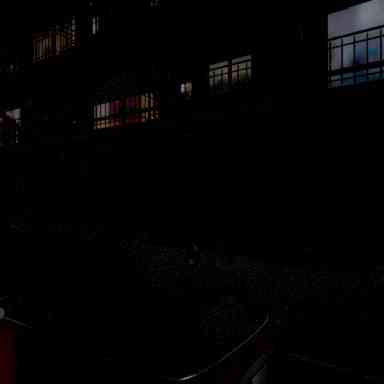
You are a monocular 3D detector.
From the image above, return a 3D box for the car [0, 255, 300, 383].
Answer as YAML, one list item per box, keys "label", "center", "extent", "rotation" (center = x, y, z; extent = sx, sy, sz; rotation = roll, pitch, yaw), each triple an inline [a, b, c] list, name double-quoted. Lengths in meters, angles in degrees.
- label: "car"
  center: [-1.070, 1.440, 3.630]
  extent: [4.097, 1.590, 1.967]
  rotation: [0, 0, 35]
